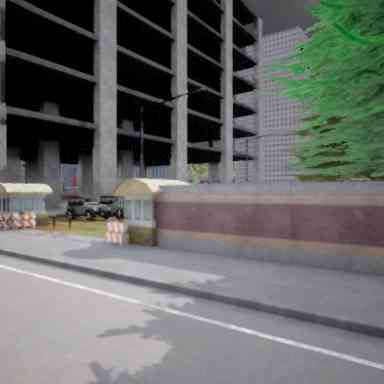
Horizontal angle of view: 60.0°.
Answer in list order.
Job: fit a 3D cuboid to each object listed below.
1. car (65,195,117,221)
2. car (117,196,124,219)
[{"bbox_3d":[-8.048,1.195,25.666,3.866,1.878,1.905,0,0,36],"label":"car"},{"bbox_3d":[-6.327,1.194,28.051,3.866,1.878,1.905,0,0,36],"label":"car"}]
